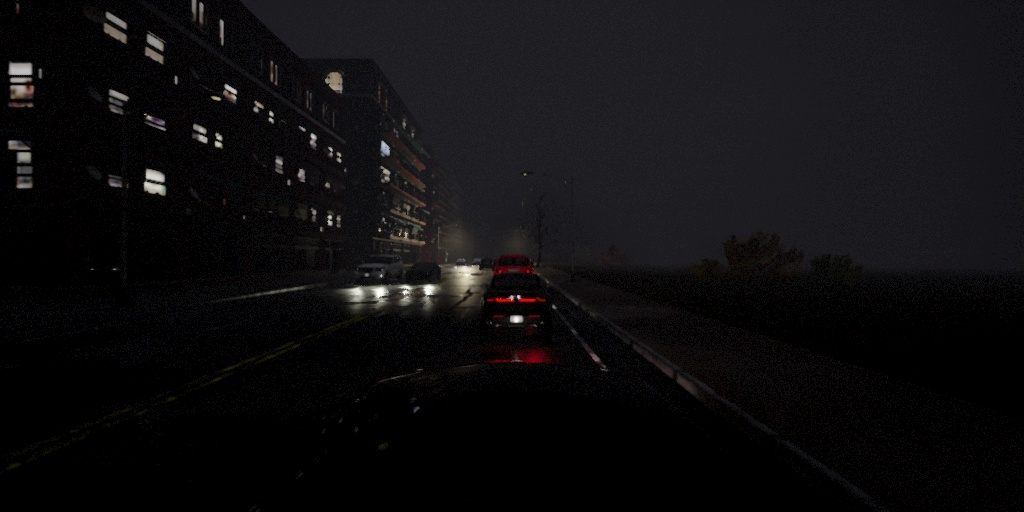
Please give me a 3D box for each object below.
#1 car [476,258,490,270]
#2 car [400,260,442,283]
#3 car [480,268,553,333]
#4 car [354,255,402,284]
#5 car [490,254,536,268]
[{"bbox_3d":[-3.245,0.995,48.458,2.097,1.767,4.553,0,0,0],"label":"car"},{"bbox_3d":[-6.602,1.171,27.127,1.882,1.535,5.008,0,0,0],"label":"car"},{"bbox_3d":[0.100,1.232,10.663,1.837,1.490,4.892,0,-1,0],"label":"car"},{"bbox_3d":[-9.852,0.915,27.104,2.150,2.045,5.566,0,0,0],"label":"car"},{"bbox_3d":[0.098,0.930,20.588,2.150,2.045,5.566,0,0,0],"label":"car"}]
